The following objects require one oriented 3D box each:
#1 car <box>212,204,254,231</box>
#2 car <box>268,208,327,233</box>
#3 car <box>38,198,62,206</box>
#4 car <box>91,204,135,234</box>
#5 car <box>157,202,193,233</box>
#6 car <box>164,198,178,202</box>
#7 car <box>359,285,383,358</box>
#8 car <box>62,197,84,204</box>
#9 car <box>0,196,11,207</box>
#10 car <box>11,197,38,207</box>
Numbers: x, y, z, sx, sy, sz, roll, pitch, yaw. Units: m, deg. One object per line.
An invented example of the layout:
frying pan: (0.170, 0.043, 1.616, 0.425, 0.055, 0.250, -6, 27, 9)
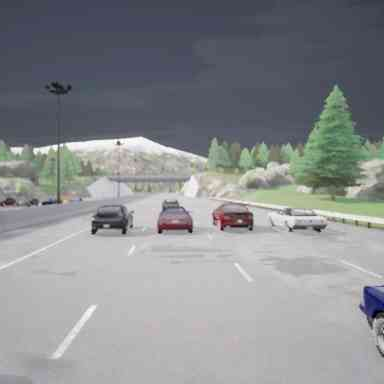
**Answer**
car: (2.416, 1.457, 20.628, 1.882, 1.535, 5.008, 0, 0, -4)
car: (6.010, 1.581, 19.636, 1.895, 1.301, 4.718, 0, 0, -4)
car: (-21.091, 1.552, 50.327, 1.895, 1.301, 4.718, 0, 0, -5)
car: (-4.492, 1.484, 19.163, 1.837, 1.490, 4.892, 0, -1, -4)
car: (-1.026, 1.544, 19.689, 1.994, 1.385, 4.181, 0, 0, -4)
car: (-2.353, 1.455, 36.706, 2.128, 1.511, 4.902, 0, 0, -5)
car: (3.488, 1.597, 2.883, 1.895, 1.301, 4.718, 0, 0, -1)
car: (-17.582, 1.478, 50.318, 1.812, 1.442, 4.674, 0, 0, -4)
car: (-28.058, 1.433, 49.616, 1.882, 1.535, 5.008, 0, 0, -4)
car: (-24.565, 1.445, 49.831, 2.128, 1.511, 4.902, 0, 0, -4)
